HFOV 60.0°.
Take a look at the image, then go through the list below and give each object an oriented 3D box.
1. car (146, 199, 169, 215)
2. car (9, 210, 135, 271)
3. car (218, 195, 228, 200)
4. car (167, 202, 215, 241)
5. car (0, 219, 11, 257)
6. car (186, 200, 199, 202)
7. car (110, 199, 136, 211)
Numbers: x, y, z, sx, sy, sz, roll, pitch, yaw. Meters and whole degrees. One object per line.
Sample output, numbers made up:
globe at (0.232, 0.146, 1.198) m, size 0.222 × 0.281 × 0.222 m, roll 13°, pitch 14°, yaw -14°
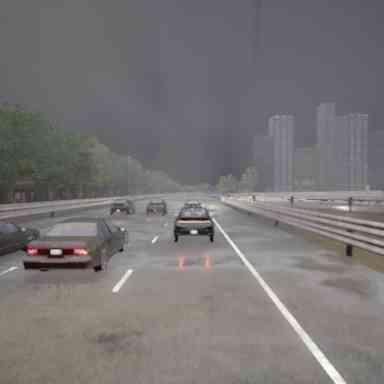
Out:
car at (-3.420, 1.474, 33.454) m, size 2.128 × 1.511 × 4.902 m, roll 0°, pitch 0°, yaw 0°
car at (-3.406, 1.548, 10.822) m, size 2.033 × 1.411 × 5.357 m, roll 0°, pitch 0°, yaw 0°
car at (7.621, 1.387, 80.272) m, size 1.994 × 1.385 × 4.181 m, roll 0°, pitch 0°, yaw -10°
car at (0.088, 1.491, 16.611) m, size 2.128 × 1.511 × 4.902 m, roll 0°, pitch 0°, yaw 0°
car at (-6.906, 1.548, 10.782) m, size 2.033 × 1.411 × 5.357 m, roll 0°, pitch 0°, yaw 0°
car at (0.079, 1.506, 34.666) m, size 1.812 × 1.442 × 4.674 m, roll 0°, pitch 0°, yaw 0°
car at (-6.922, 1.487, 33.601) m, size 1.837 × 1.490 × 4.892 m, roll 0°, pitch 0°, yaw 0°
